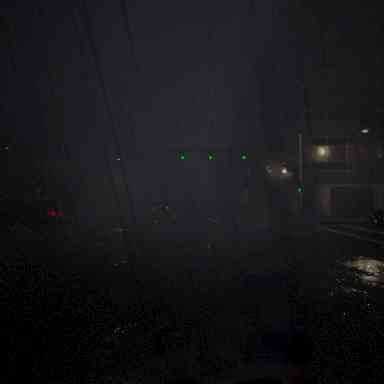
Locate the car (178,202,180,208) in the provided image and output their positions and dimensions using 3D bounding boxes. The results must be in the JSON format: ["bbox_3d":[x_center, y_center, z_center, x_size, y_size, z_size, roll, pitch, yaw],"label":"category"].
[{"bbox_3d":[-3.509,2.446,67.330,1.994,1.385,4.181,0,-1,0],"label":"car"}]

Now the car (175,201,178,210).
[{"bbox_3d":[-3.590,2.218,52.506,1.812,1.442,4.674,0,-1,0],"label":"car"}]

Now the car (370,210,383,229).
[{"bbox_3d":[14.821,1.528,21.890,5.566,2.045,2.150,0,-1,-1],"label":"car"}]

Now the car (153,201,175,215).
[{"bbox_3d":[-3.598,1.892,40.898,2.097,1.767,4.553,0,-1,0],"label":"car"}]

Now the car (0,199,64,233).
[{"bbox_3d":[-11.257,1.509,21.627,5.566,2.045,2.150,0,-1,-1],"label":"car"}]
